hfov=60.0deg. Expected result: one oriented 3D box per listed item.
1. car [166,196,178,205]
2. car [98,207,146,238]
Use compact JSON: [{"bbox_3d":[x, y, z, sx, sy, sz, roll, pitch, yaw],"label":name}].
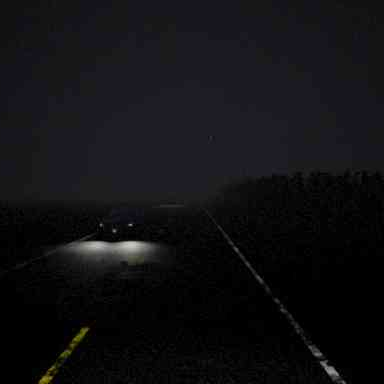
[{"bbox_3d":[-3.578,1.546,59.032,1.837,1.490,4.892,0,0,0],"label":"car"},{"bbox_3d":[-3.608,1.542,17.780,1.812,1.442,4.674,0,0,0],"label":"car"}]
